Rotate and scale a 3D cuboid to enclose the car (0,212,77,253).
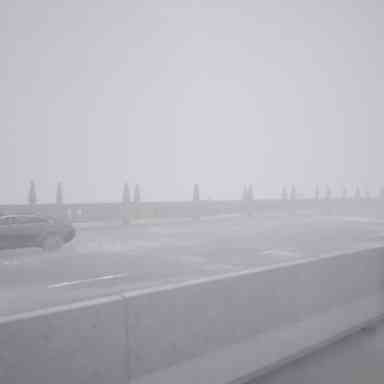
[{"bbox_3d":[-6.759,1.489,12.068,4.902,1.511,2.128,0,0,-35],"label":"car"}]
